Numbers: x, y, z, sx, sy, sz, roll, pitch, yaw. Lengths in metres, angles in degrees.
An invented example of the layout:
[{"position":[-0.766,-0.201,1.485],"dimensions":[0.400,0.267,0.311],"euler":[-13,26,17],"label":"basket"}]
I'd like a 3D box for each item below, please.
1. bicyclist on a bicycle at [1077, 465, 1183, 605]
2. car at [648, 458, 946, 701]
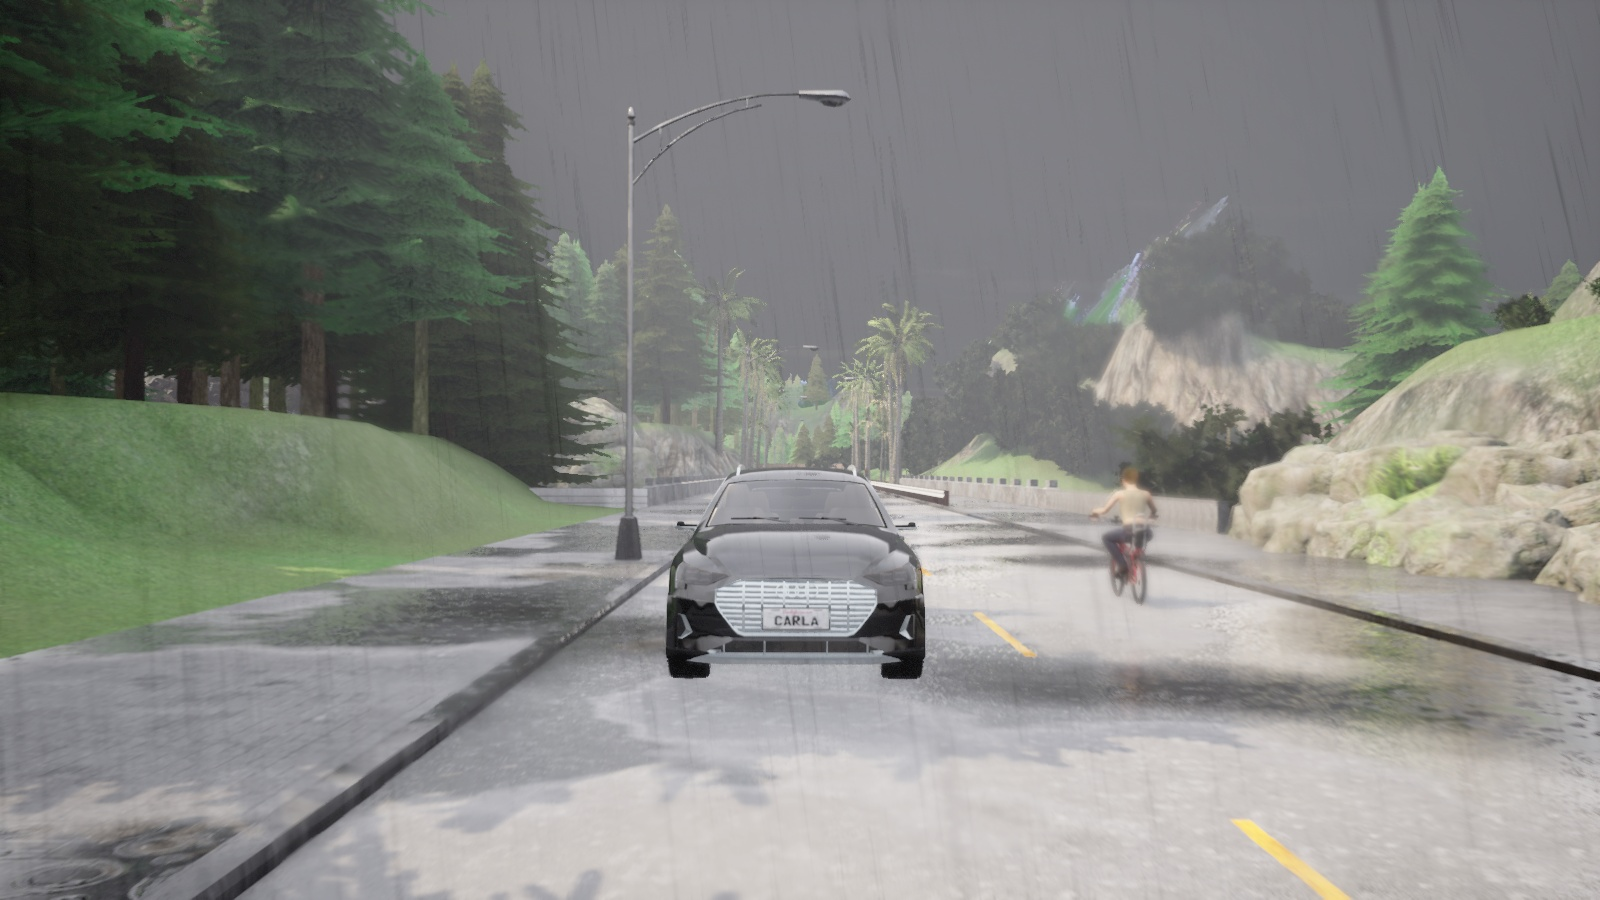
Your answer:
[{"position":[3.969,0.990,15.243],"dimensions":[0.866,1.612,1.509],"euler":[0,-1,0],"label":"bicyclist on a bicycle"},{"position":[-0.026,0.930,11.021],"dimensions":[2.033,1.649,4.856],"euler":[0,-1,0],"label":"car"}]
